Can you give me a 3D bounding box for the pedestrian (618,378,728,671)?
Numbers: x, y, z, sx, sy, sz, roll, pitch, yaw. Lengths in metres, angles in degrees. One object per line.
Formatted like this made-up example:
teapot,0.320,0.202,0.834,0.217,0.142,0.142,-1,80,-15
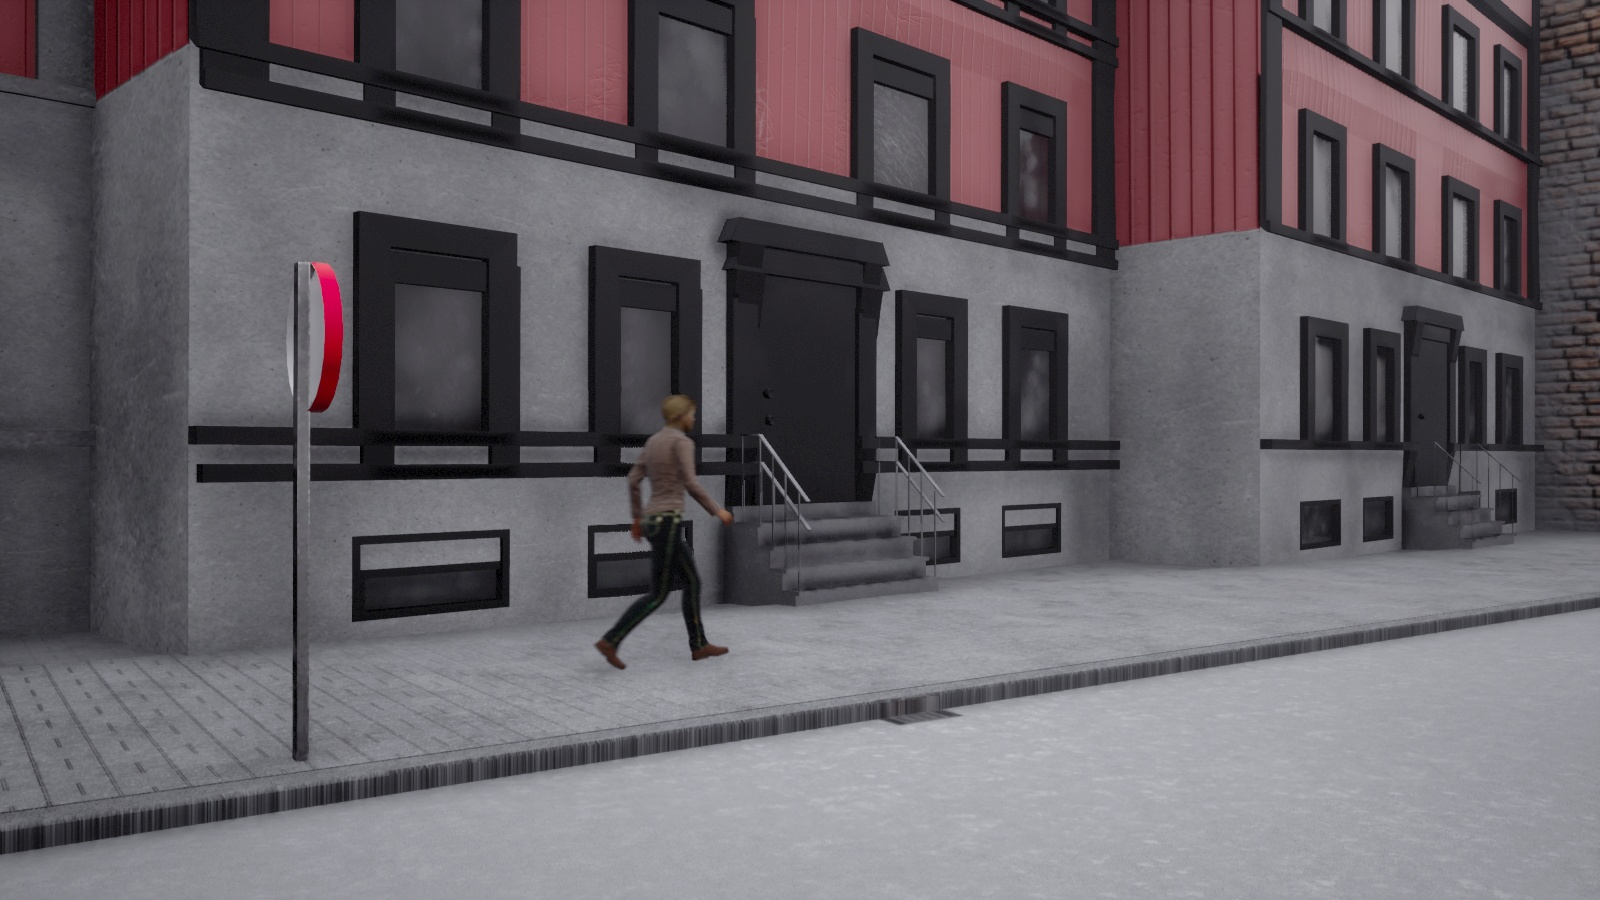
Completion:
pedestrian,-0.831,0.470,8.196,0.634,1.846,0.331,0,0,-28
